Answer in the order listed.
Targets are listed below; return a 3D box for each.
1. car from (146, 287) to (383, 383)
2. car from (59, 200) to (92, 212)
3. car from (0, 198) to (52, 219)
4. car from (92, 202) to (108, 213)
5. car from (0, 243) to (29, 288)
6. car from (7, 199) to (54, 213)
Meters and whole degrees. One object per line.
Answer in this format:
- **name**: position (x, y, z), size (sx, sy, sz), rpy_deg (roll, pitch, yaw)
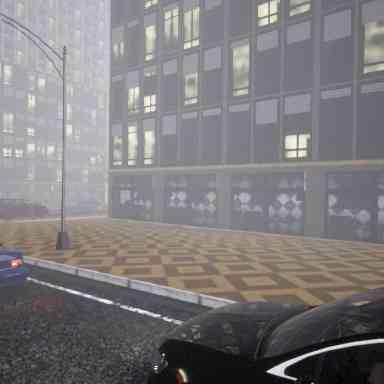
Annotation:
- **car**: position (1.825, 1.505, 2.381), size (4.892, 1.490, 1.837), rpy_deg (0, 0, 35)
- **car**: position (-14.317, 1.752, 43.007), size (2.033, 1.411, 5.357), rpy_deg (1, 0, 37)
- **car**: position (-16.049, 1.519, 30.957), size (2.192, 1.841, 5.009), rpy_deg (1, 0, 37)
- **car**: position (-9.234, 1.829, 40.156), size (1.752, 1.417, 4.829), rpy_deg (1, 0, 37)
- **car**: position (-6.096, 1.543, 8.051), size (5.357, 1.411, 2.033), rpy_deg (0, 0, 36)
- **car**: position (-19.529, 1.642, 40.339), size (1.752, 1.417, 4.829), rpy_deg (1, 0, 37)
